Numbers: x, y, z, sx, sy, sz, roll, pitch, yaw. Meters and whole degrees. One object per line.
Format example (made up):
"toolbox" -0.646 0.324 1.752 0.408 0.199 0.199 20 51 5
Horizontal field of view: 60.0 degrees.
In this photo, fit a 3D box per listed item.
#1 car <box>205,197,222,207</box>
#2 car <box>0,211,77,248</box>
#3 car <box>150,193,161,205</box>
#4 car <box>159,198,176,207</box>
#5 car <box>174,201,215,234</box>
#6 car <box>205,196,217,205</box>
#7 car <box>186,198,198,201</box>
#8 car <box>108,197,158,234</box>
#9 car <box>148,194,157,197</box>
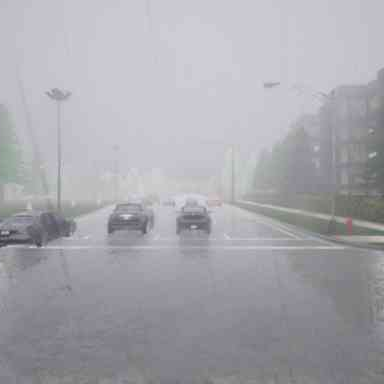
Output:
"car" 3.490 1.510 50.869 1.882 1.535 5.008 0 0 0
"car" -6.903 1.557 14.860 2.033 1.411 5.357 0 0 0
"car" -7.012 1.259 61.315 2.150 2.045 5.566 0 0 0
"car" -3.510 1.633 51.314 1.895 1.301 4.718 0 0 0
"car" 0.097 1.517 19.307 1.837 1.490 4.892 0 0 0
"car" 3.488 1.564 61.286 1.812 1.442 4.674 0 0 0
"car" -0.010 1.596 51.285 1.994 1.385 4.181 0 0 0
"car" -3.403 1.364 19.415 2.097 1.767 4.553 0 0 0
"car" -7.010 1.524 50.867 2.128 1.511 4.902 0 0 0
